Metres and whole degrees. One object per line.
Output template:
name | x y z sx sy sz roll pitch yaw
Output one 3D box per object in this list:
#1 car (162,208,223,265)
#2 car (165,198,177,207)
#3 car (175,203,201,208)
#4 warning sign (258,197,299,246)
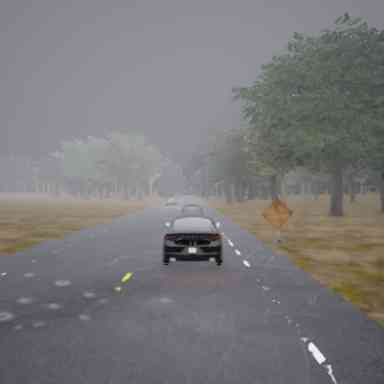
car | 0.037 1.536 11.992 1.882 1.535 5.008 0 0 1
car | -3.558 1.795 58.046 1.812 1.442 4.674 0 0 1
car | 0.022 1.667 25.561 2.033 1.411 5.357 0 0 1
warning sign | 3.507 1.183 13.650 1.300 1.860 1.060 -3 -3 0
